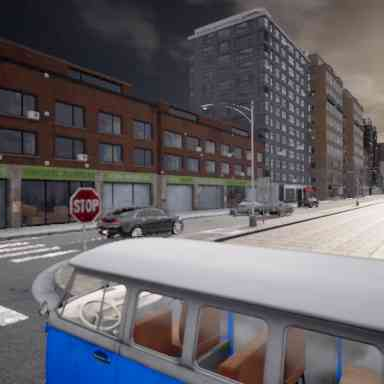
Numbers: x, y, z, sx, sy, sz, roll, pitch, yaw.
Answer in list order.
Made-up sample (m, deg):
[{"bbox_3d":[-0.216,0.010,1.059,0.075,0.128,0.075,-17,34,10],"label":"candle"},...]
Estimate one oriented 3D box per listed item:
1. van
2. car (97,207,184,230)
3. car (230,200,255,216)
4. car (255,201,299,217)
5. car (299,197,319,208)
[{"bbox_3d":[0.544,1.342,2.429,3.998,1.788,1.690,0,0,36],"label":"van"},{"bbox_3d":[-2.344,1.488,16.359,1.837,1.490,4.892,-1,0,36],"label":"car"},{"bbox_3d":[5.389,1.521,32.211,1.812,1.442,4.674,-1,0,36],"label":"car"},{"bbox_3d":[7.887,1.574,30.636,1.895,1.301,4.718,-1,0,36],"label":"car"},{"bbox_3d":[16.764,1.466,47.921,1.882,1.535,5.008,-1,0,36],"label":"car"}]
